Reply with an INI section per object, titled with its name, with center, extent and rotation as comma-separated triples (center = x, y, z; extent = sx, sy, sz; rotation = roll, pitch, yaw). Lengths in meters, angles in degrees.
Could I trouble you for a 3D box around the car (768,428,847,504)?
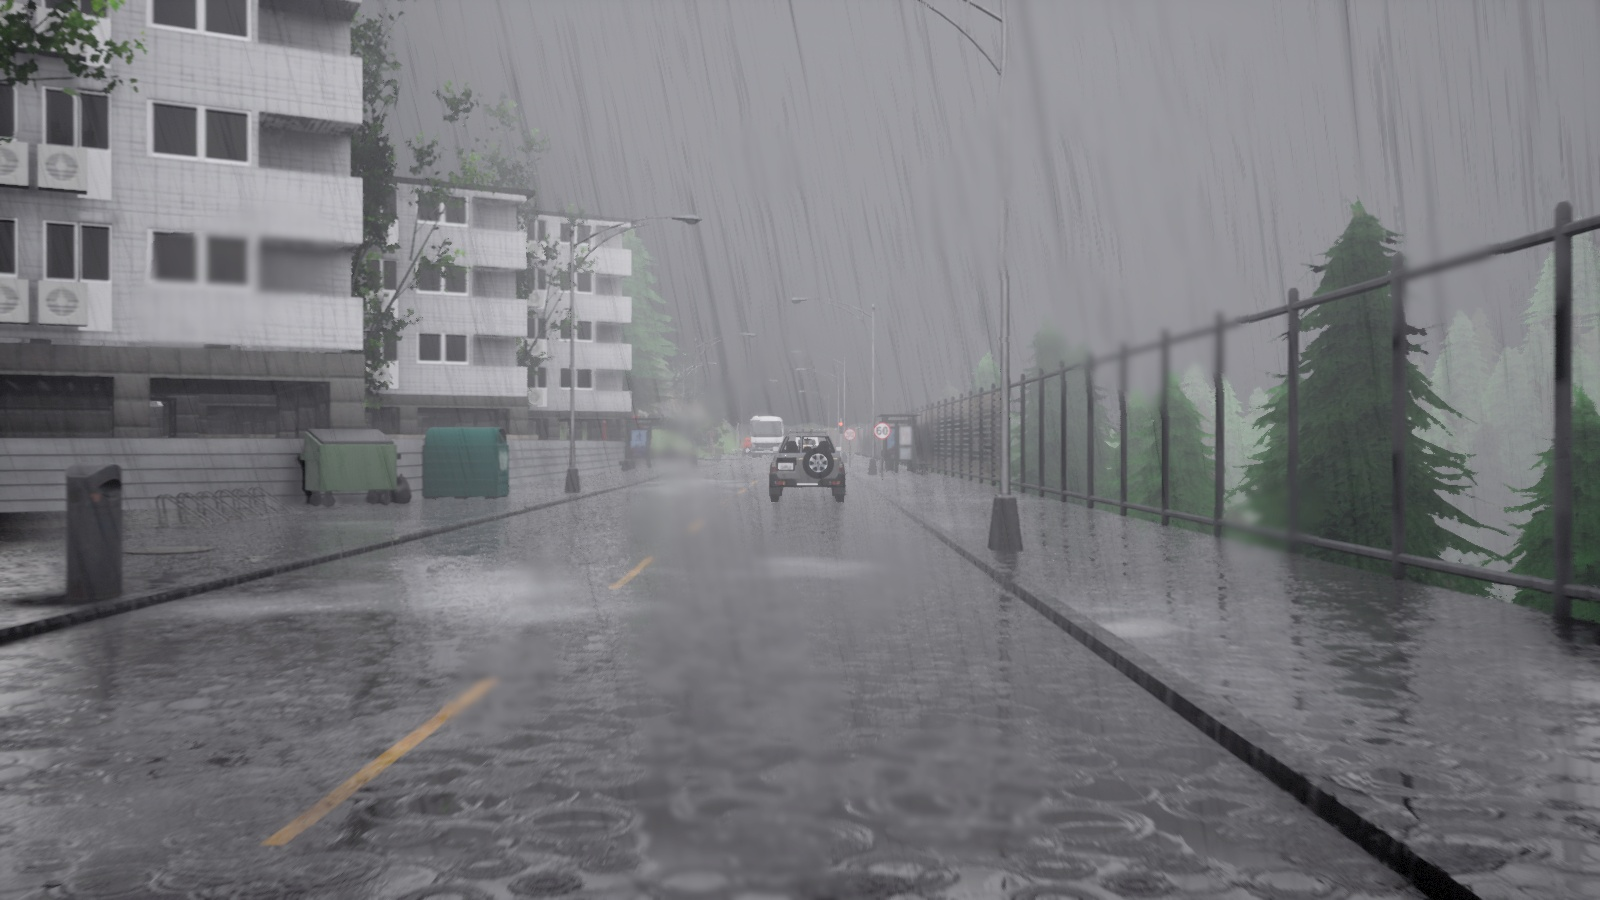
[car]
center = 0.191, 0.377, 33.082
extent = 1.932, 1.855, 4.605
rotation = 0, 0, 0
